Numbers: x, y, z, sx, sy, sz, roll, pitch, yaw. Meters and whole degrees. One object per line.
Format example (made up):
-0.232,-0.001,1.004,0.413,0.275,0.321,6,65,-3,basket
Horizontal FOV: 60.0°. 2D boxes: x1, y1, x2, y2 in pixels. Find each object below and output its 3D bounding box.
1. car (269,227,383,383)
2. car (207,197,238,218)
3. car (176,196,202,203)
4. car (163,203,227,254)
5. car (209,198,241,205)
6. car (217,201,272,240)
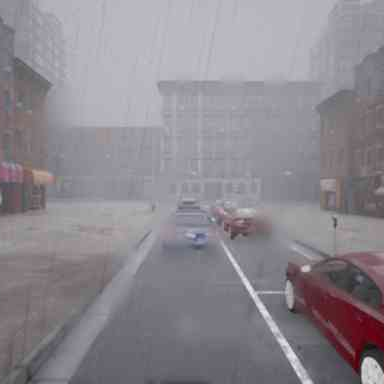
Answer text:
2.588,1.478,4.509,1.887,1.381,4.507,0,1,-1,car
2.313,1.177,26.519,2.008,1.369,4.403,0,1,-1,car
-0.262,1.110,28.036,1.837,1.490,4.892,0,1,-1,car
-0.066,1.365,12.665,2.033,1.411,5.357,0,1,-1,car
2.382,1.142,21.015,1.967,1.590,4.097,0,1,-1,car
2.451,1.323,15.514,1.887,1.381,4.507,0,1,-1,car
